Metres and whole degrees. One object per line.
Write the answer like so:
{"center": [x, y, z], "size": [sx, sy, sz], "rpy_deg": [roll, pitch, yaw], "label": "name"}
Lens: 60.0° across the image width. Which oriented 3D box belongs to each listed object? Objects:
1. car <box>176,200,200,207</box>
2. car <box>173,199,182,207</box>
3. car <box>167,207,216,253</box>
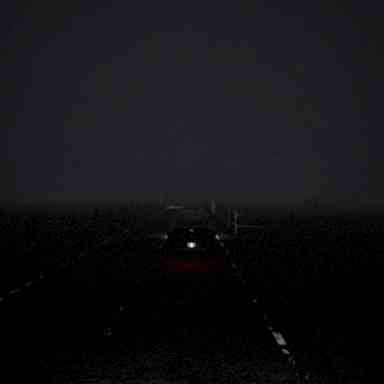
{"center": [-0.020, 1.771, 29.302], "size": [2.128, 1.511, 4.902], "rpy_deg": [0, 0, 0], "label": "car"}
{"center": [-2.815, 2.122, 67.272], "size": [1.882, 1.535, 5.008], "rpy_deg": [0, -1, 0], "label": "car"}
{"center": [-0.008, 1.644, 14.296], "size": [1.837, 1.490, 4.892], "rpy_deg": [0, 0, 0], "label": "car"}
